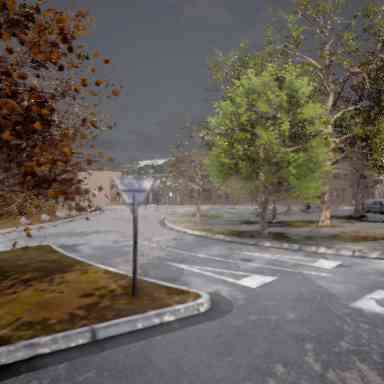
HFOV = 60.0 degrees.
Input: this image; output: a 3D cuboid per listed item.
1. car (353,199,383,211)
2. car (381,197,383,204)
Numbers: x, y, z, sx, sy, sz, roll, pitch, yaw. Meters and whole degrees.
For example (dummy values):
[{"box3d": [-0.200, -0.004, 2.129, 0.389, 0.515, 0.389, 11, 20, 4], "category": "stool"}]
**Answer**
[{"box3d": [23.738, 1.870, 44.316, 4.181, 1.385, 1.994, 0, 0, 28], "category": "car"}, {"box3d": [44.162, 1.840, 72.442, 5.008, 1.535, 2.097, 0, 0, 39], "category": "car"}]
